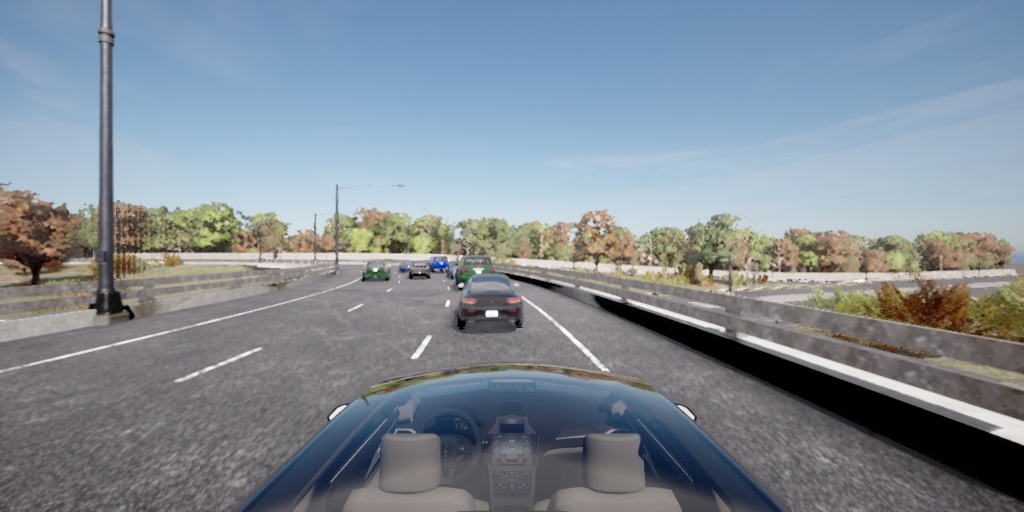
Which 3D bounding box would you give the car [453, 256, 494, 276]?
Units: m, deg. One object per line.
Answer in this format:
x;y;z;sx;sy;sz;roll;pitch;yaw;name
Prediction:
-2.408;0.997;22.770;2.150;2.045;5.566;0;0;-11;car

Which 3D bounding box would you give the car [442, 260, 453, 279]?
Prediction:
-5.028;1.337;33.454;2.033;1.411;5.357;0;0;-17;car

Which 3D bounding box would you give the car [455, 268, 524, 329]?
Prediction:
-0.718;1.287;11.296;1.812;1.442;4.674;0;0;-5;car

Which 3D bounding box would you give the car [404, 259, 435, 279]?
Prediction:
-8.819;1.286;33.928;2.128;1.511;4.902;0;0;-17;car

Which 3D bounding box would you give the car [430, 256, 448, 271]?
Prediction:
-9.546;1.028;45.729;2.150;2.045;5.566;0;0;-23;car

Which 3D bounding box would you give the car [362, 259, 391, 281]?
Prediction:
-11.461;1.144;30.554;2.097;1.767;4.553;0;0;-16;car

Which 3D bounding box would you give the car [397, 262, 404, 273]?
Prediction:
-13.350;1.373;45.691;1.994;1.385;4.181;0;0;-24;car
